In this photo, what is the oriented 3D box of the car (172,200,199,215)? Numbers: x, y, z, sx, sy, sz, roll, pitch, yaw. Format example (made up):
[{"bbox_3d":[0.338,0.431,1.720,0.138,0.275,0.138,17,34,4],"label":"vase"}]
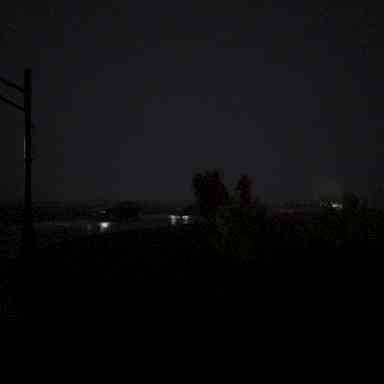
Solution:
[{"bbox_3d":[-0.128,1.626,35.333,1.812,1.442,4.674,0,-1,36],"label":"car"}]

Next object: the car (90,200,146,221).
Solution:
[{"bbox_3d":[-5.946,1.468,27.261,1.882,1.535,5.008,0,-1,36],"label":"car"}]

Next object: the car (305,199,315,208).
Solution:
[{"bbox_3d":[20.511,1.970,57.846,2.033,1.411,5.357,0,-1,36],"label":"car"}]

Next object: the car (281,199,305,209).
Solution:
[{"bbox_3d":[14.849,1.839,49.913,1.812,1.442,4.674,0,-1,36],"label":"car"}]
